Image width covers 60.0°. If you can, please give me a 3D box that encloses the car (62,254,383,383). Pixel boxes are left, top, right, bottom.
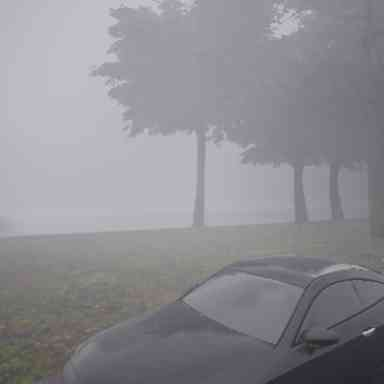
[{"bbox_3d":[0.986,1.527,3.772,4.674,1.442,1.812,0,0,-35],"label":"car"}]
